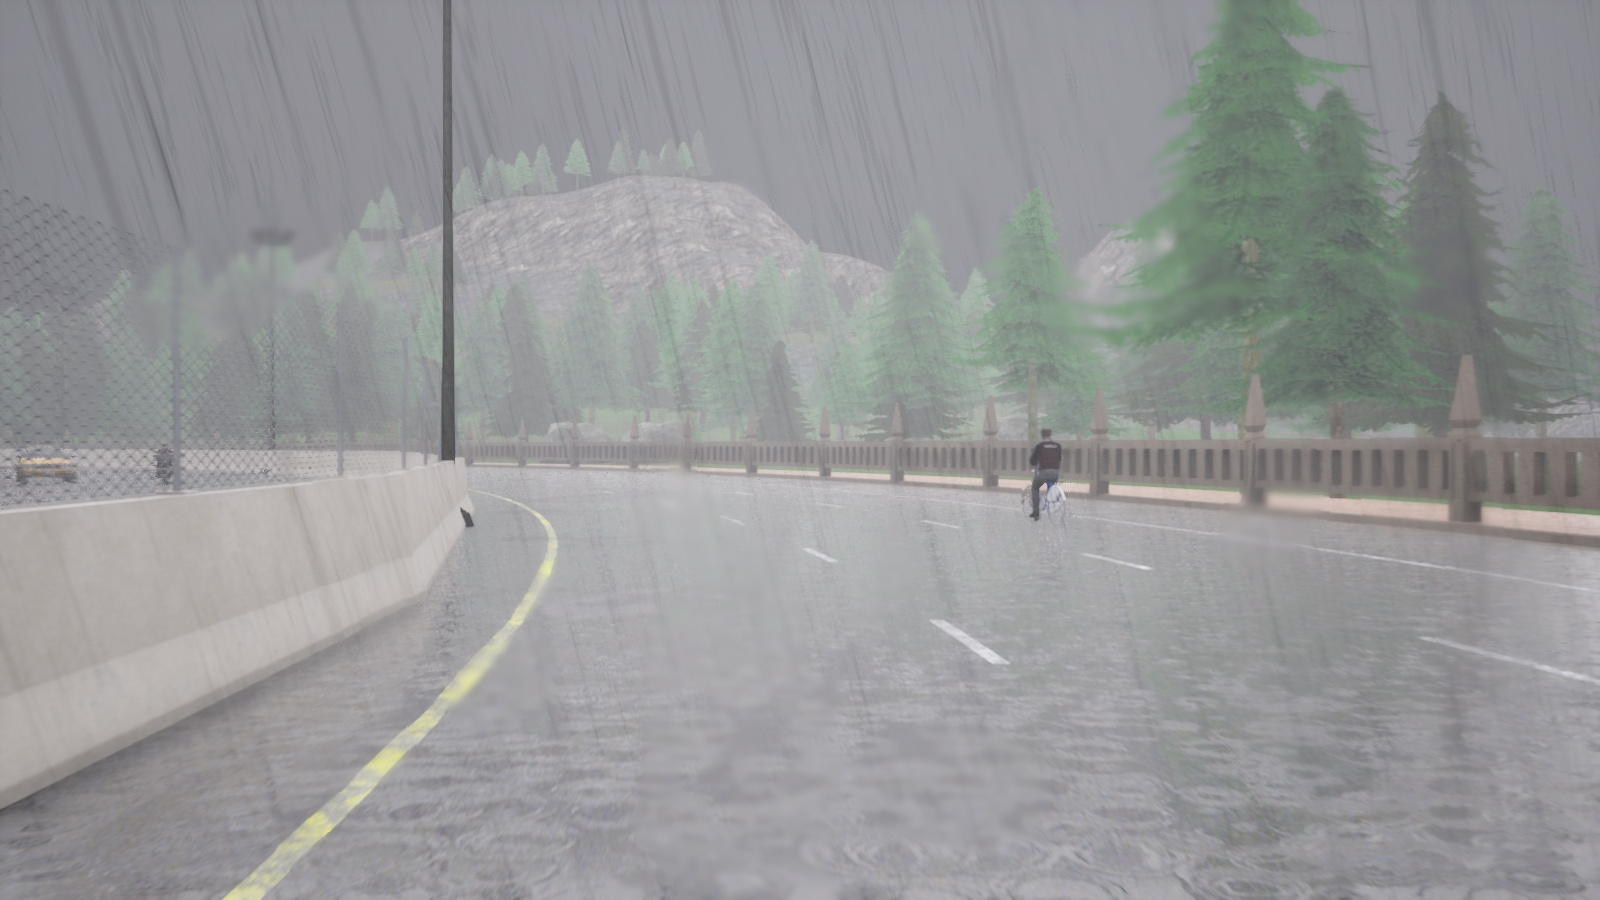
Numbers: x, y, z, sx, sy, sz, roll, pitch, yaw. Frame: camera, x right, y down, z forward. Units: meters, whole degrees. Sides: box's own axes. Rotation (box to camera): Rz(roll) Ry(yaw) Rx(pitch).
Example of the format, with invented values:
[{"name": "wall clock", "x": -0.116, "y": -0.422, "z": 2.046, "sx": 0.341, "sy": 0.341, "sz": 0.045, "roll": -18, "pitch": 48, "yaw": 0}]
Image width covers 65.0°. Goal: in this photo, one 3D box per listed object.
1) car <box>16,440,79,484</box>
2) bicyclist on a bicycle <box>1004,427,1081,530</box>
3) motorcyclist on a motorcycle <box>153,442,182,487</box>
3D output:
[{"name": "car", "x": -28.790, "y": 0.409, "z": 47.982, "sx": 1.801, "sy": 1.575, "sz": 5.366, "roll": 0, "pitch": 1, "yaw": -34}, {"name": "bicyclist on a bicycle", "x": 4.364, "y": 0.490, "z": 22.766, "sx": 0.659, "sy": 1.776, "sz": 1.843, "roll": -1, "pitch": 1, "yaw": -13}, {"name": "motorcyclist on a motorcycle", "x": -22.048, "y": 0.477, "z": 43.753, "sx": 0.797, "sy": 1.523, "sz": 2.044, "roll": -2, "pitch": 1, "yaw": -29}]
